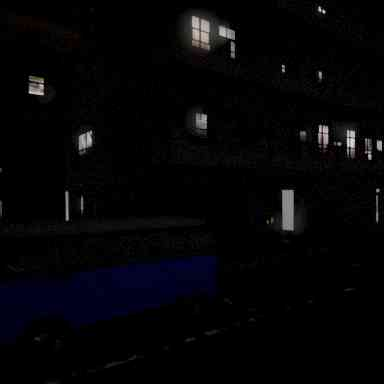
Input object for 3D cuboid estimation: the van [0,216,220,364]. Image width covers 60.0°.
[{"bbox_3d":[-1.411,1.341,5.559,3.998,1.788,1.690,0,0,-35],"label":"van"}]
